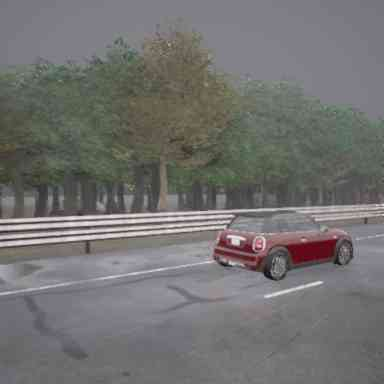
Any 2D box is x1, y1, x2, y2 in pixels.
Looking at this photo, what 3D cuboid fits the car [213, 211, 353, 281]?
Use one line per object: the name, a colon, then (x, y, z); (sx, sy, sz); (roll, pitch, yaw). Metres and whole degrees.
car: (2.890, 1.364, 10.107); (4.553, 1.767, 2.097); (0, 0, -36)
